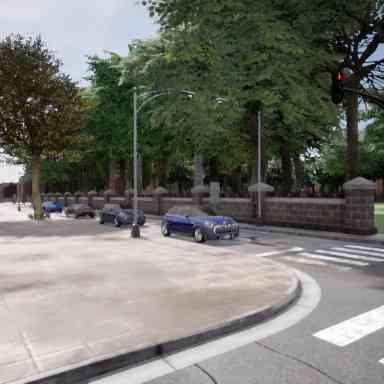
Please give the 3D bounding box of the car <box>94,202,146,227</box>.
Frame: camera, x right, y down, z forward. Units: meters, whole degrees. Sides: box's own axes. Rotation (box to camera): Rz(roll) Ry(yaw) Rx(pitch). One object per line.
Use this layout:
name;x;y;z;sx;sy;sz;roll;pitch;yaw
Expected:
car;-5.266;1.570;24.850;2.097;1.767;4.553;0;0;-36

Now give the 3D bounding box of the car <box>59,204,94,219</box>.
car;-11.312;1.879;33.329;2.033;1.411;5.357;0;-1;-35

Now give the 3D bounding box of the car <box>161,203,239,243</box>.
car;0.307;1.478;17.047;2.097;1.767;4.553;0;0;-35

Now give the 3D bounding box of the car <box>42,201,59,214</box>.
car;-18.198;1.955;43.068;1.882;1.535;5.008;0;0;-35
